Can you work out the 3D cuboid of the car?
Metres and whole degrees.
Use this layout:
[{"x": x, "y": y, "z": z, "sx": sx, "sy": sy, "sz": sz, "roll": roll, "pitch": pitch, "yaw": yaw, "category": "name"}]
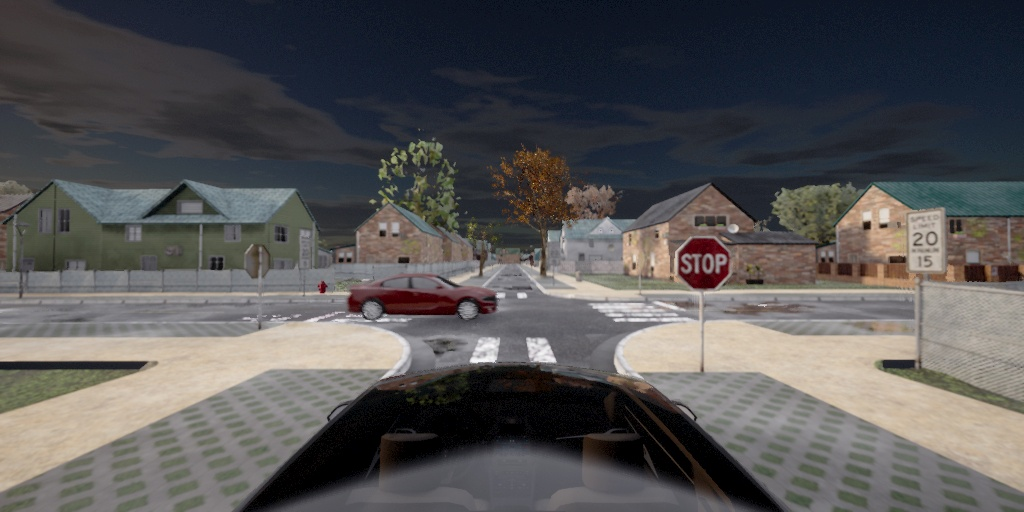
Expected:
[{"x": -2.993, "y": 1.330, "z": 12.299, "sx": 5.008, "sy": 1.535, "sz": 1.882, "roll": 0, "pitch": -1, "yaw": 1, "category": "car"}]
